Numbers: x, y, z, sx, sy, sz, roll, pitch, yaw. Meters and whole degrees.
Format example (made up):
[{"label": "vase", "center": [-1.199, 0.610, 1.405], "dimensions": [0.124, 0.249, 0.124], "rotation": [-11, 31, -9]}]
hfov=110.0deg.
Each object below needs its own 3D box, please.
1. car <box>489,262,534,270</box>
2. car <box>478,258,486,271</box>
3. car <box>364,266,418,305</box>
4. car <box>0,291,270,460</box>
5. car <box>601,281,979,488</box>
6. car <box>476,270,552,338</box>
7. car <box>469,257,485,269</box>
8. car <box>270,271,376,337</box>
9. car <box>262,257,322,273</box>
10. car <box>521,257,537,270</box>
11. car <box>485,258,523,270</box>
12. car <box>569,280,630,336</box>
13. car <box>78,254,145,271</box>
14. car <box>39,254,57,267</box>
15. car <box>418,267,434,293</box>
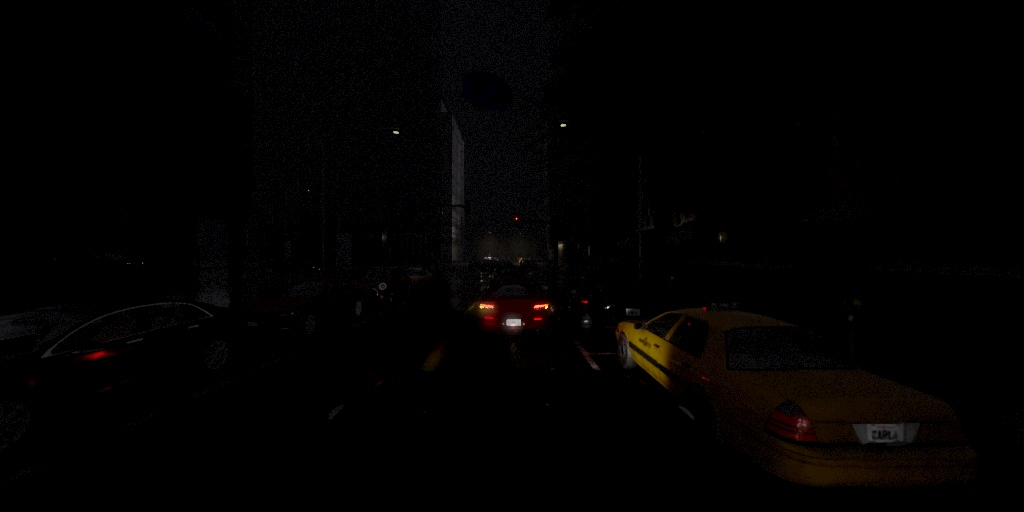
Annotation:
[{"label": "car", "center": [0.003, 1.256, 18.946], "dimensions": [1.837, 1.490, 4.892], "rotation": [0, 0, 0]}, {"label": "car", "center": [-3.140, 1.285, 47.966], "dimensions": [1.812, 1.442, 4.674], "rotation": [0, 0, 0]}, {"label": "car", "center": [-5.774, 1.191, 15.692], "dimensions": [1.967, 1.591, 4.097], "rotation": [0, 0, 0]}, {"label": "car", "center": [-5.764, 1.301, 4.778], "dimensions": [2.007, 1.370, 4.403], "rotation": [0, 0, 0]}, {"label": "car", "center": [2.761, 1.275, 4.958], "dimensions": [1.751, 1.417, 4.829], "rotation": [0, 0, 0]}, {"label": "car", "center": [0.063, 1.276, 10.079], "dimensions": [1.812, 1.442, 4.674], "rotation": [0, 0, 0]}, {"label": "car", "center": [-5.814, 1.079, 58.556], "dimensions": [2.192, 1.841, 5.009], "rotation": [0, 0, 0]}, {"label": "car", "center": [-5.769, 1.295, 10.235], "dimensions": [1.888, 1.381, 4.507], "rotation": [0, 0, 0]}, {"label": "car", "center": [-19.909, 0.896, 32.591], "dimensions": [4.892, 1.490, 1.837], "rotation": [1, 0, 0]}, {"label": "car", "center": [2.716, 1.201, 53.127], "dimensions": [1.967, 1.591, 4.097], "rotation": [0, 0, 0]}, {"label": "car", "center": [-0.808, 1.289, 39.764], "dimensions": [1.812, 1.442, 4.674], "rotation": [2, 0, 25]}, {"label": "car", "center": [2.756, 1.316, 10.245], "dimensions": [1.948, 1.339, 4.313], "rotation": [0, 0, 0]}, {"label": "car", "center": [-36.360, 0.582, 32.551], "dimensions": [4.892, 1.490, 1.837], "rotation": [1, 0, 0]}, {"label": "car", "center": [-48.219, 0.418, 35.663], "dimensions": [4.181, 1.385, 1.994], "rotation": [1, 0, 0]}, {"label": "car", "center": [-5.779, 1.277, 20.979], "dimensions": [1.751, 1.417, 4.829], "rotation": [0, 0, 0]}]
